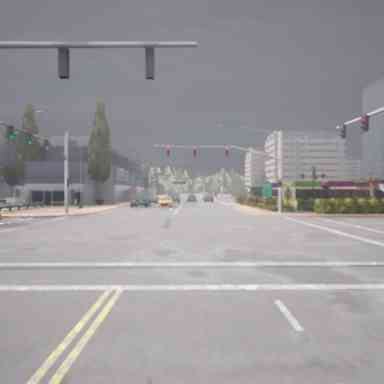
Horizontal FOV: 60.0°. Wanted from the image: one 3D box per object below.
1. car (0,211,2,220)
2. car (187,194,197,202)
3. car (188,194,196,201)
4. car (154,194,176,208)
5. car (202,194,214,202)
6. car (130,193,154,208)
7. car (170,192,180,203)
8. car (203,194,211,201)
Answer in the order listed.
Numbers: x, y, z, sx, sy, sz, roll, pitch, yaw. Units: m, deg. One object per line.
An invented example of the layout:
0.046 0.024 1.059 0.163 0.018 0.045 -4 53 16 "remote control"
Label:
-15.184 1.311 21.903 4.553 1.767 2.097 0 0 0 "car"
-0.007 1.380 68.713 2.128 1.511 4.902 0 0 0 "car"
-0.008 1.227 78.986 1.837 1.490 4.892 0 0 0 "car"
-3.586 1.394 45.573 1.882 1.535 5.008 0 0 0 "car"
3.493 1.380 68.713 2.128 1.511 4.902 0 0 0 "car"
-7.082 1.136 46.201 2.150 2.045 5.566 0 0 1 "car"
-3.507 1.101 65.413 2.150 2.045 5.566 0 0 0 "car"
3.492 1.251 78.988 1.812 1.442 4.674 0 0 0 "car"
